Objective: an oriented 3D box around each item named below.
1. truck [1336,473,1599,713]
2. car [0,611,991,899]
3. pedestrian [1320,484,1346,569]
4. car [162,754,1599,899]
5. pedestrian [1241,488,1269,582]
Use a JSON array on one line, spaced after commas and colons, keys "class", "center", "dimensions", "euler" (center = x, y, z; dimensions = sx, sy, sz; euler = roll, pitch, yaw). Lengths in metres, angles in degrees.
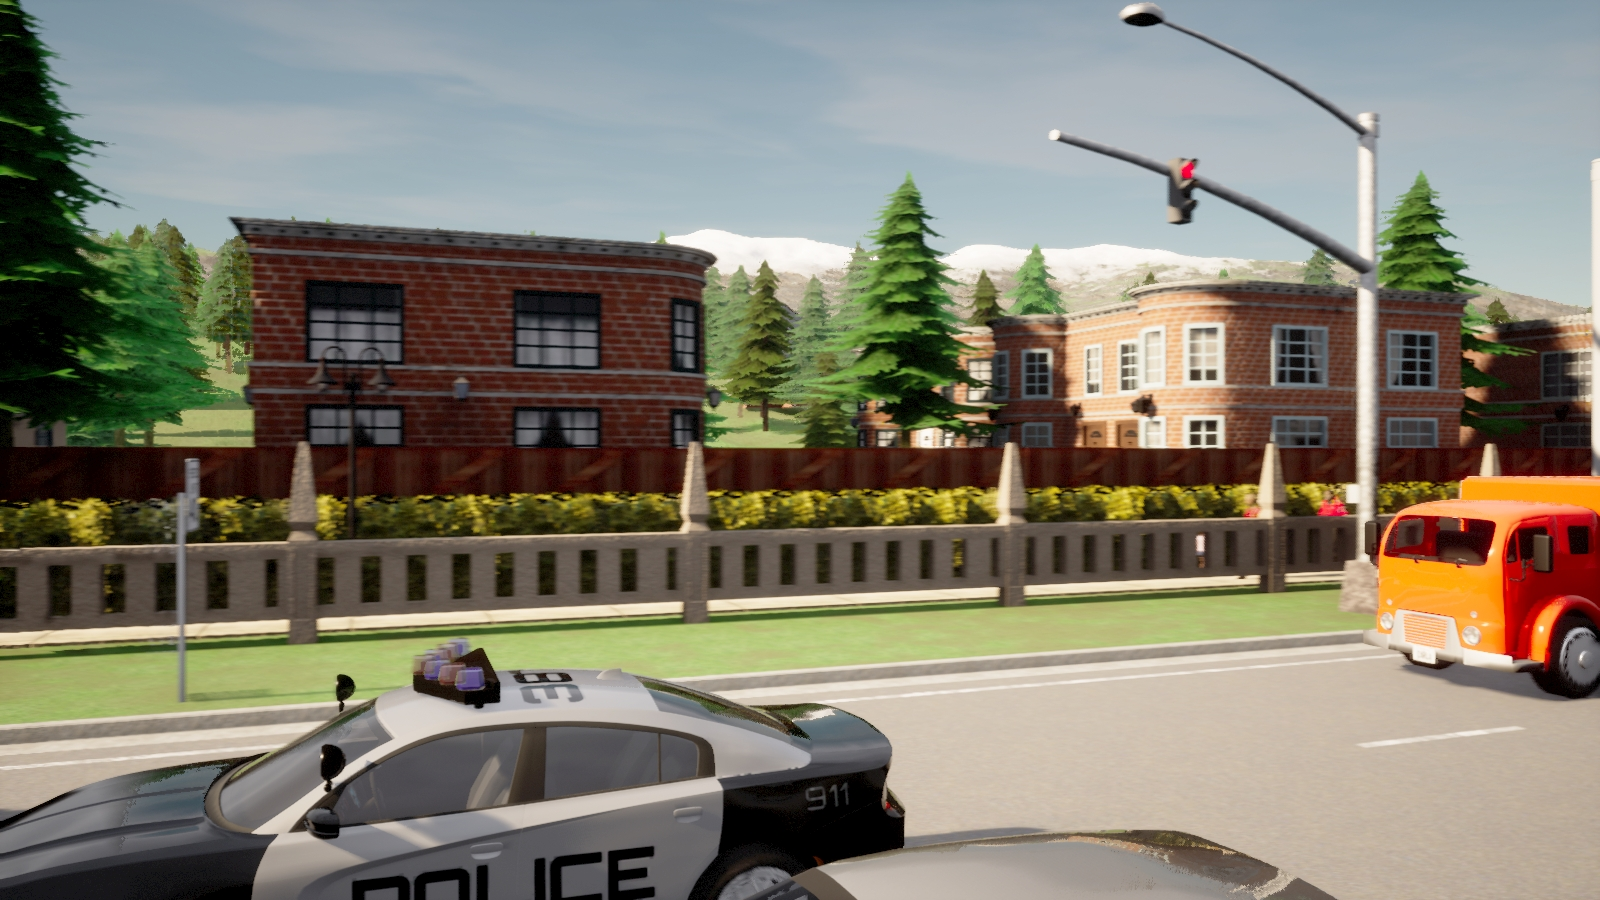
[{"class": "truck", "center": [9.766, 1.567, 14.302], "dimensions": [5.204, 2.467, 2.627], "euler": [0, 0, -20]}, {"class": "car", "center": [-1.768, 1.982, 6.380], "dimensions": [5.238, 1.638, 2.097], "euler": [0, 0, -20]}, {"class": "pedestrian", "center": [11.918, 1.701, 25.532], "dimensions": [0.375, 1.860, 0.375], "euler": [0, 0, -22]}, {"class": "car", "center": [0.330, 2.065, 3.421], "dimensions": [4.193, 1.474, 1.816], "euler": [0, 0, -20]}, {"class": "pedestrian", "center": [9.187, 1.702, 23.079], "dimensions": [0.375, 1.860, 0.375], "euler": [0, 0, -20]}]
